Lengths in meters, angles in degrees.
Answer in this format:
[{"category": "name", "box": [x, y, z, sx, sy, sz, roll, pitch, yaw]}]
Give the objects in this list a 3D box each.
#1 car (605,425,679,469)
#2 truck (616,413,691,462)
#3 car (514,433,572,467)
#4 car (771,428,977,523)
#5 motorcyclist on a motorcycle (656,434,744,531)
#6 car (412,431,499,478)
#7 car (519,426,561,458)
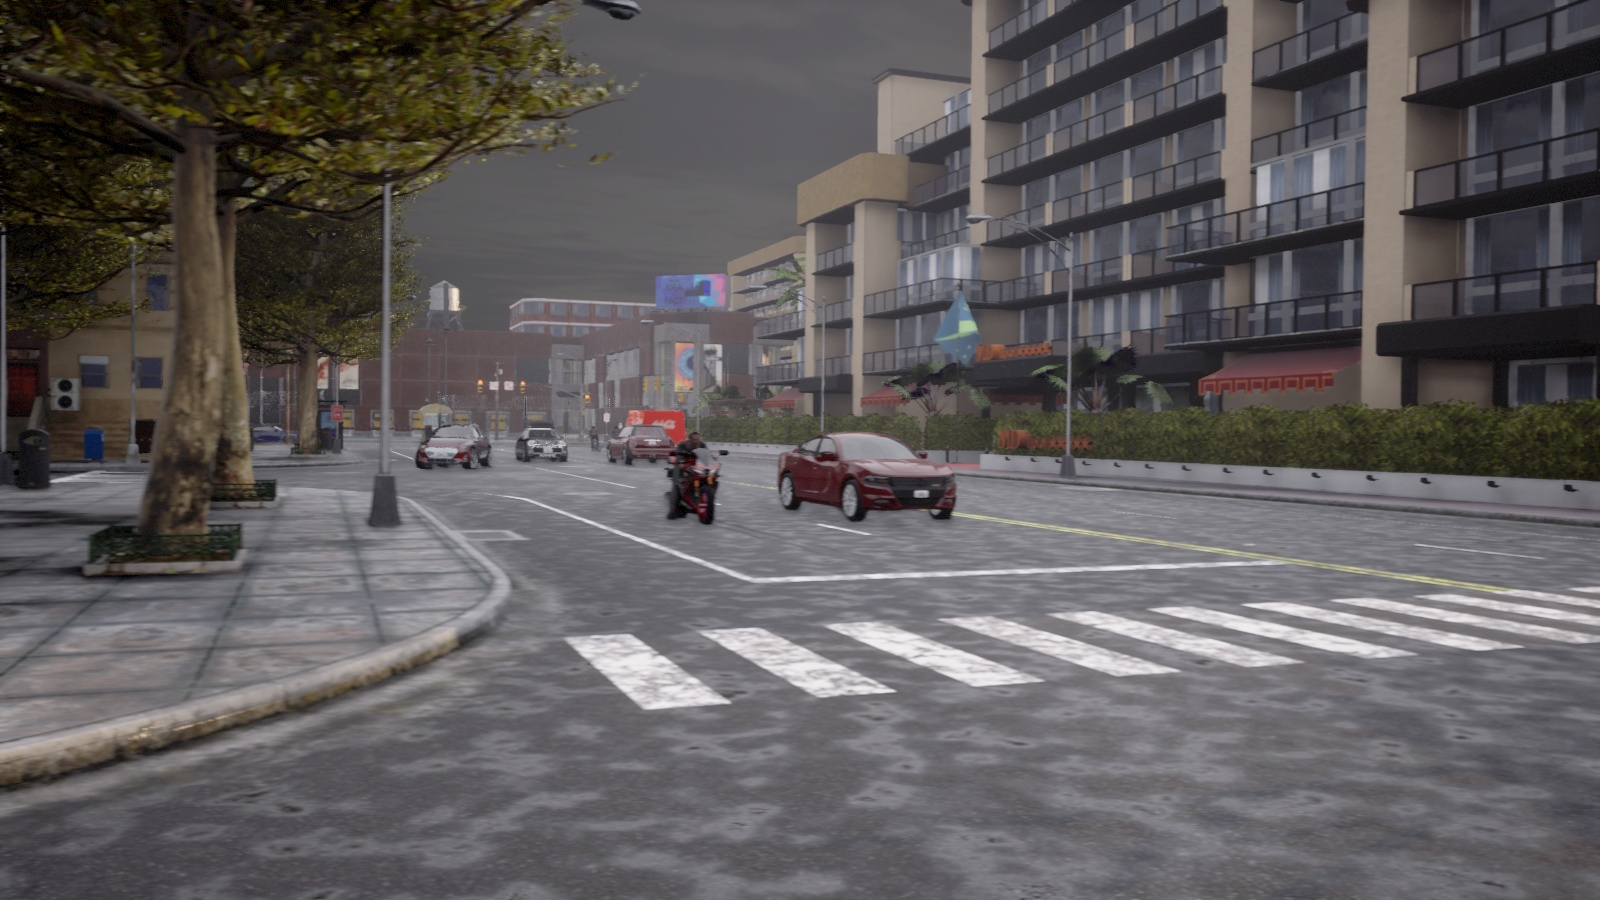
[{"category": "car", "box": [-6.811, -0.144, 53.729, 2.097, 1.767, 4.553, -1, 1, -21]}, {"category": "truck", "box": [-7.741, -0.673, 65.834, 2.627, 2.467, 5.204, -1, 1, -21]}, {"category": "car", "box": [-11.536, -0.028, 56.280, 1.970, 1.475, 3.806, -1, 1, -20]}, {"category": "car", "box": [1.212, 0.384, 23.250, 1.882, 1.535, 5.008, -1, 1, -21]}, {"category": "motorcyclist on a motorcycle", "box": [-1.718, 0.508, 21.131, 0.866, 1.530, 2.191, -1, 1, -21]}, {"category": "car", "box": [-12.520, 0.116, 45.959, 2.033, 1.649, 4.856, 0, 1, -2]}, {"category": "car", "box": [-16.138, -0.499, 77.868, 1.905, 1.878, 3.866, -1, 1, -21]}]
